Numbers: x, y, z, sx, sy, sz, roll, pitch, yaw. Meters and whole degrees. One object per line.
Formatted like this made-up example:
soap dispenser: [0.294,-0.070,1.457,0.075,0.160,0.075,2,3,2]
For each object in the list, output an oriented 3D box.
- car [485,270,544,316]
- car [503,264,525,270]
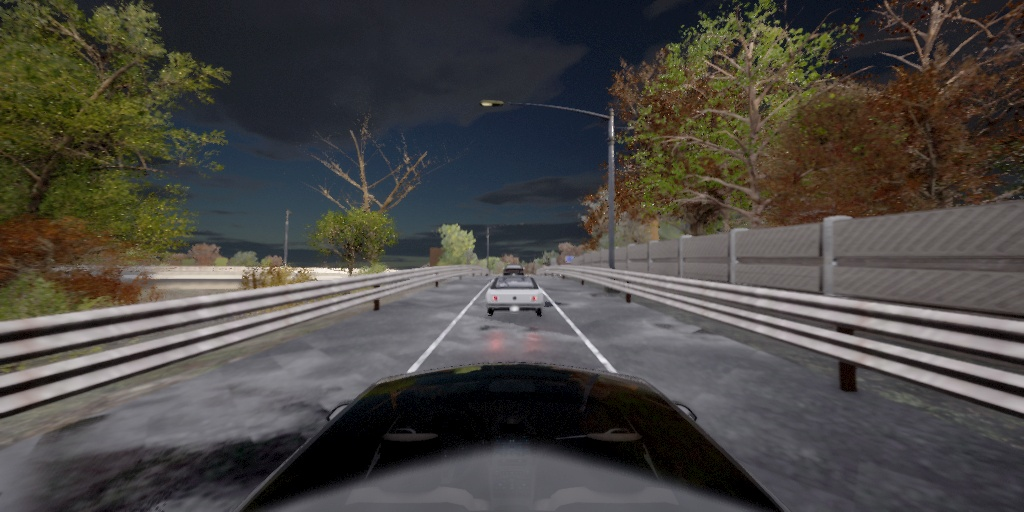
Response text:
car: [0.093,1.365,13.469,1.895,1.301,4.718,0,0,0]
car: [0.170,1.445,32.495,1.882,1.535,5.008,0,-1,0]
